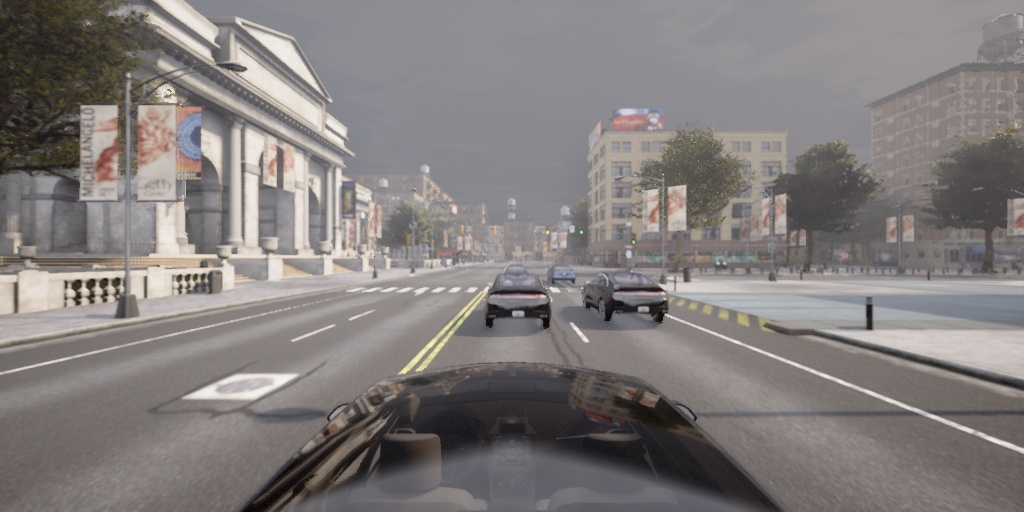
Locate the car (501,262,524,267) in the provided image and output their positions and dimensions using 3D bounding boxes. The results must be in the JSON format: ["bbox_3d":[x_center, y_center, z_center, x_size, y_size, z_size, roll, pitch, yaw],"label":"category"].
[{"bbox_3d":[0.335,1.393,28.542,2.033,1.411,5.357,0,0,1],"label":"car"}]

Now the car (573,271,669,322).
[{"bbox_3d":[3.681,1.280,12.398,2.128,1.511,4.902,0,0,0],"label":"car"}]

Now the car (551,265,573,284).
[{"bbox_3d":[3.835,1.393,28.495,2.033,1.411,5.357,0,0,1],"label":"car"}]

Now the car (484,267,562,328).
[{"bbox_3d":[0.171,1.275,11.568,2.128,1.511,4.902,0,0,0],"label":"car"}]
